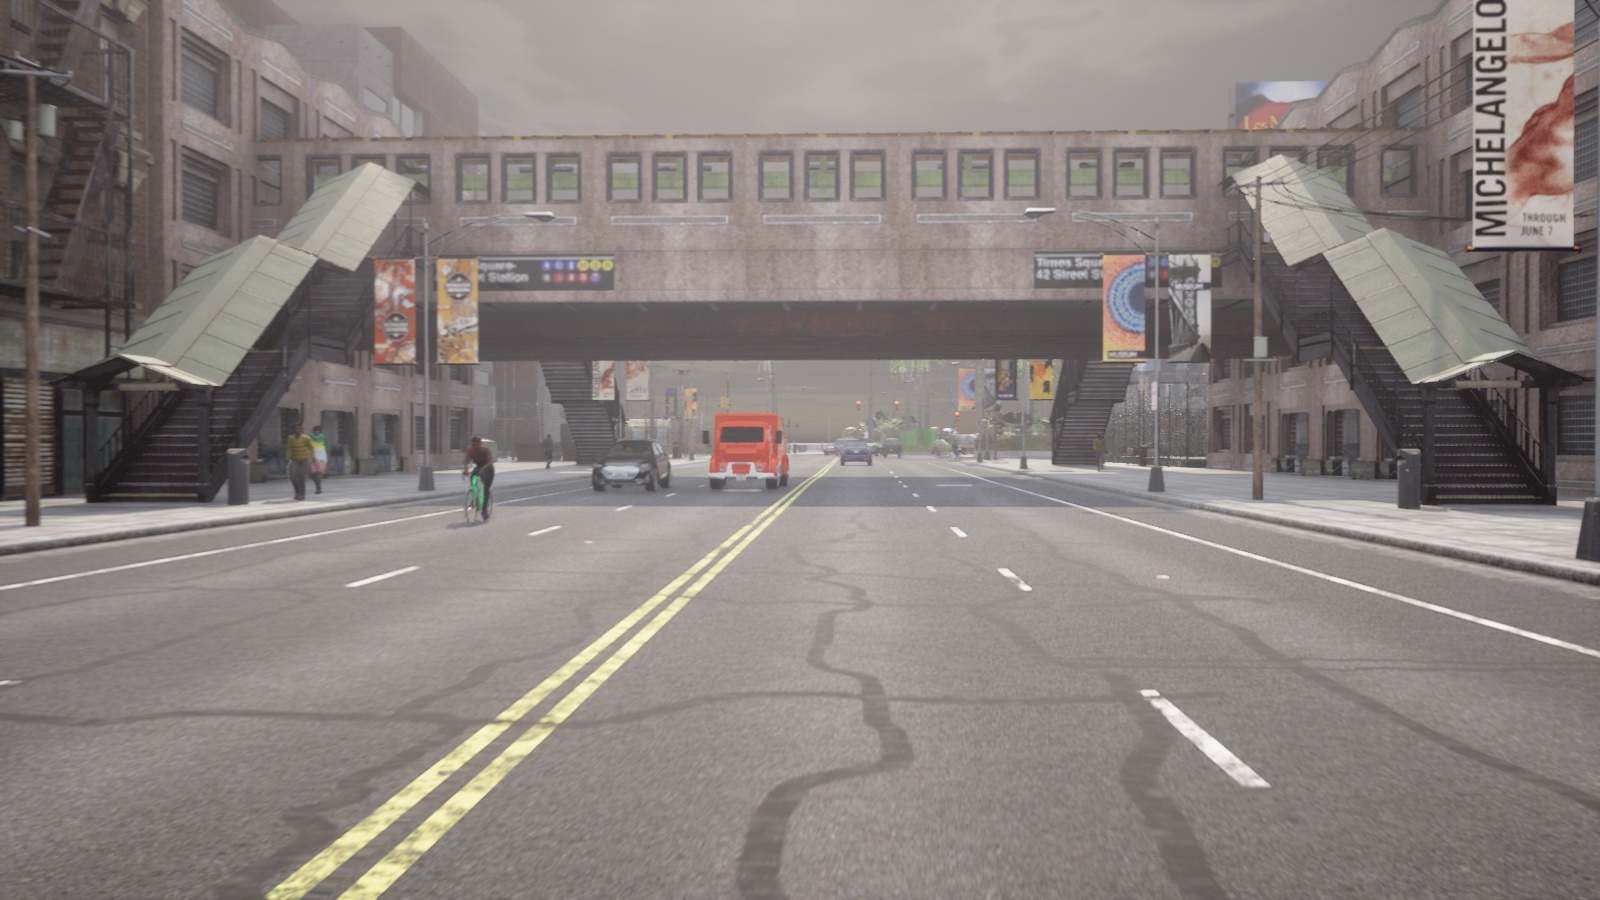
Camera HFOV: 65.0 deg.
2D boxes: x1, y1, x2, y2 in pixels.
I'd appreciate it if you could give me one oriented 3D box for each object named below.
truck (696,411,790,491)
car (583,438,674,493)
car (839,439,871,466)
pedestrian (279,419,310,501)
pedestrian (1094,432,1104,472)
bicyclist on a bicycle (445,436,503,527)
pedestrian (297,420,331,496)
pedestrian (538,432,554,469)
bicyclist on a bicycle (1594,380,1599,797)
[{"bbox_3d":[-1.779,0.024,41.331,2.627,2.467,5.204,0,0,2],"label":"truck"},{"bbox_3d":[-5.346,0.444,39.800,2.033,1.649,4.856,0,0,2],"label":"car"},{"bbox_3d":[3.662,0.137,84.122,2.097,1.767,4.553,0,1,2],"label":"car"},{"bbox_3d":[-11.572,0.224,28.759,0.431,1.840,0.709,0,0,-3],"label":"pedestrian"},{"bbox_3d":[13.824,0.095,58.063,0.370,1.835,0.726,0,0,4],"label":"pedestrian"},{"bbox_3d":[-6.035,0.559,23.302,0.582,1.620,1.656,0,1,2],"label":"bicyclist on a bicycle"},{"bbox_3d":[-12.737,0.199,32.930,0.659,1.952,0.873,0,0,-8],"label":"pedestrian"},{"bbox_3d":[-12.728,0.029,62.956,0.540,1.848,0.694,0,0,14],"label":"pedestrian"},{"bbox_3d":[3.699,0.597,4.437,0.659,1.776,1.843,0,1,2],"label":"bicyclist on a bicycle"}]
